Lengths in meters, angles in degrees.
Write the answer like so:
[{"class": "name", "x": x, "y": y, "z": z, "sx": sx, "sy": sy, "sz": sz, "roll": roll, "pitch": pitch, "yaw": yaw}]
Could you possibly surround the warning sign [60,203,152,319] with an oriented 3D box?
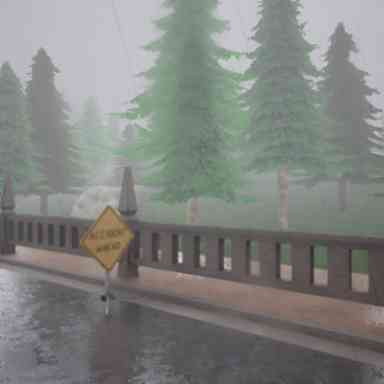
[{"class": "warning sign", "x": -1.596, "y": 1.160, "z": 6.297, "sx": 1.060, "sy": 1.860, "sz": 1.300, "roll": -1, "pitch": 0, "yaw": 35}]
